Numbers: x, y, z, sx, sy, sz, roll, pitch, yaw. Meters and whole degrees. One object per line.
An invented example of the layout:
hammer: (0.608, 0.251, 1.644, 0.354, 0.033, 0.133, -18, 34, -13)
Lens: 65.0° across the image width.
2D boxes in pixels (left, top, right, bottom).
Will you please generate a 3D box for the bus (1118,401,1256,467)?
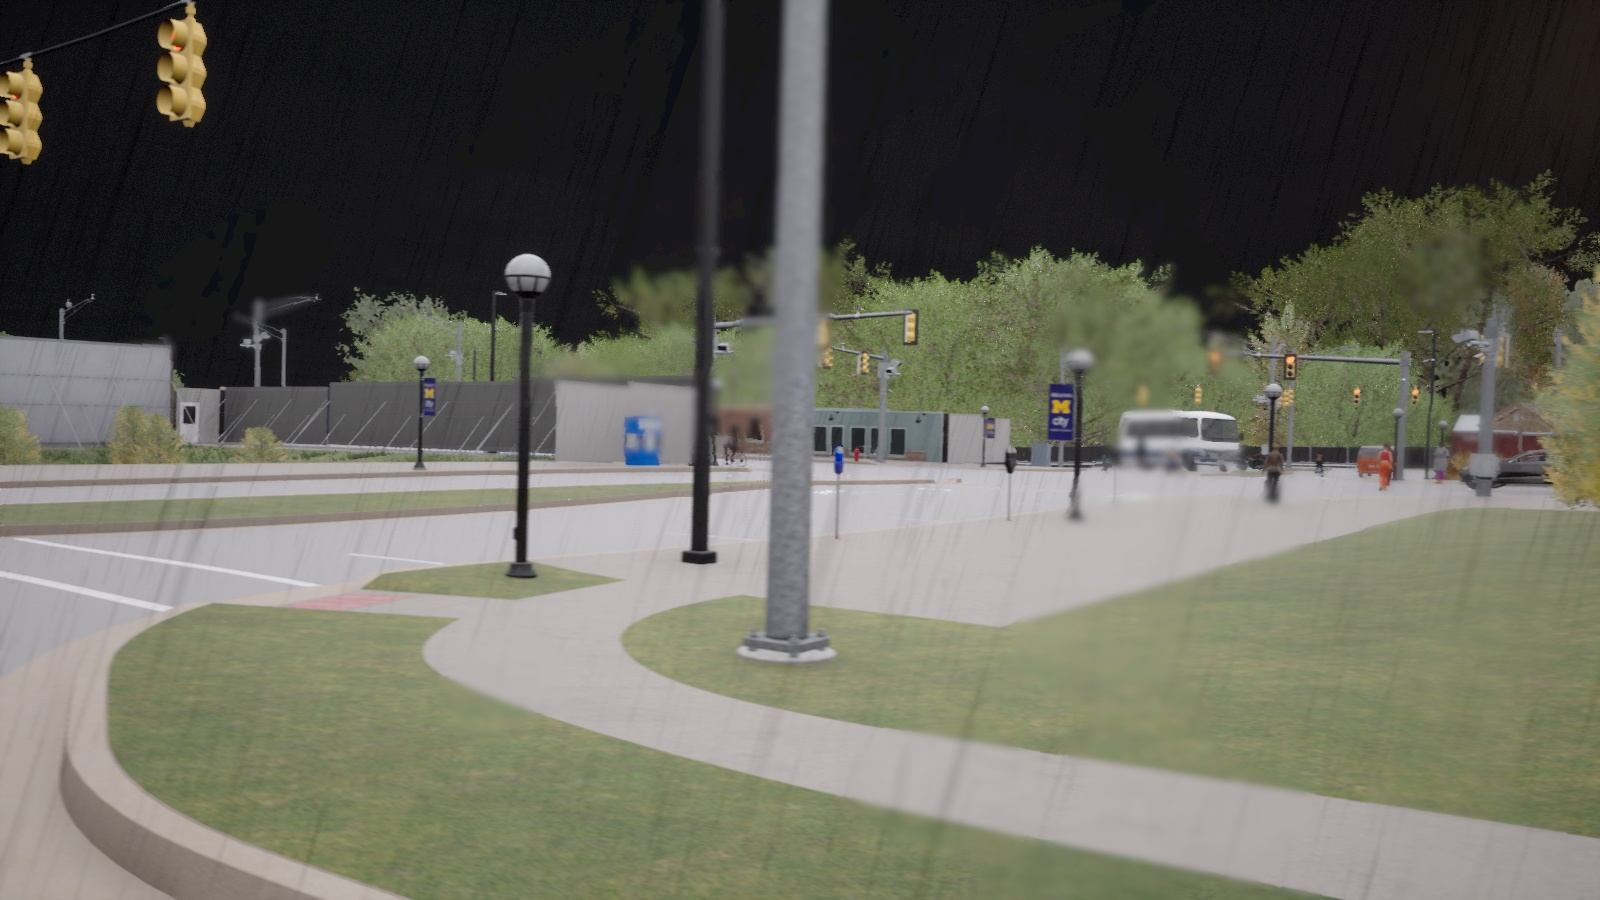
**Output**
bus: (27.098, -1.060, 88.622, 3.944, 4.253, 10.273, 2, 0, -19)

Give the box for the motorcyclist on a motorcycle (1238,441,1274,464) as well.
motorcyclist on a motorcycle: (33.299, 0.190, 91.736, 2.350, 1.649, 0.766, -1, 0, 35)

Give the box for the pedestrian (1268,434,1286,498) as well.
pedestrian: (13.920, 0.453, 36.649, 0.331, 1.846, 0.634, 2, 2, 31)

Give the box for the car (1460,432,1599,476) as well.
car: (28.660, 0.143, 48.943, 5.027, 1.651, 2.152, 0, 1, 34)

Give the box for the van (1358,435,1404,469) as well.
van: (35.955, 0.130, 77.668, 1.775, 1.987, 4.442, 0, 1, 35)

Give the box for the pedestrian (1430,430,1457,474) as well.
pedestrian: (28.850, 0.086, 56.303, 0.873, 1.952, 0.659, 0, 2, -27)

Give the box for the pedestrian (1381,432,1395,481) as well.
pedestrian: (22.419, 0.256, 47.889, 0.345, 1.836, 0.594, 1, 2, 18)
